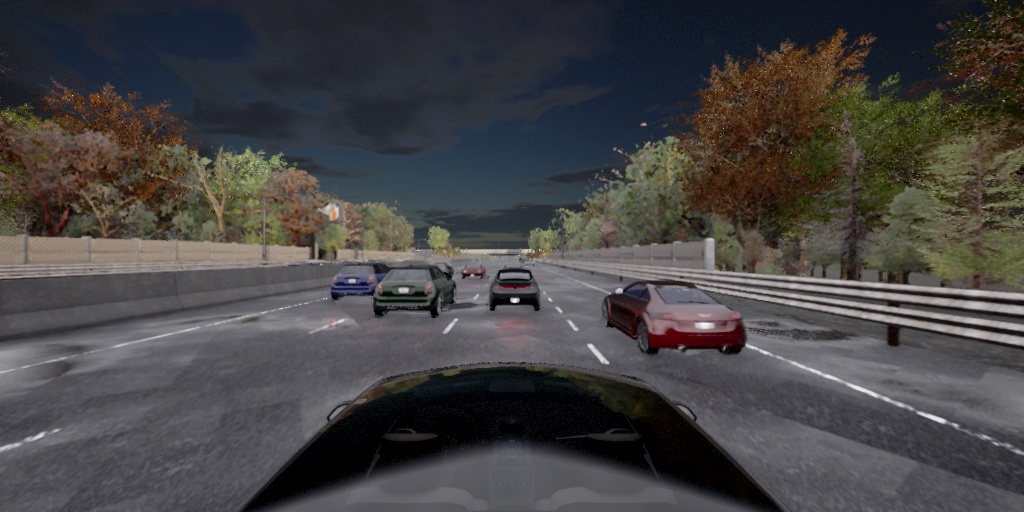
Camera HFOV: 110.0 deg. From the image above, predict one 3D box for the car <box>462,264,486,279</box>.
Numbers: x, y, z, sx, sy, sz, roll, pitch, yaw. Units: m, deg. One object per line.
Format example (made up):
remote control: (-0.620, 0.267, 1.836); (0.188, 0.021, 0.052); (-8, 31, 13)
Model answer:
car: (-3.400, 1.366, 32.970); (1.895, 1.301, 4.718); (0, 0, 0)

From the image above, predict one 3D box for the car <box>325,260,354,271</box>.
car: (-24.568, 1.346, 51.242); (1.994, 1.385, 4.181); (0, 0, 0)

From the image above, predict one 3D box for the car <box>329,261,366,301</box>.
car: (-6.901, 1.107, 17.615); (2.097, 1.767, 4.553); (0, 0, 0)

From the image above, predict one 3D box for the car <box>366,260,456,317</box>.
car: (-3.401, 1.105, 13.381); (2.097, 1.767, 4.553); (0, 0, 0)

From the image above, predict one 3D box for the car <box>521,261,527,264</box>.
car: (0.099, 1.366, 32.958); (1.895, 1.301, 4.718); (0, 0, 0)

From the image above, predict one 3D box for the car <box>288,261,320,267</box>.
car: (-28.075, 1.380, 48.380); (1.895, 1.301, 4.718); (0, 0, 0)

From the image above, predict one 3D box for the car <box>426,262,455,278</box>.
car: (-6.900, 1.331, 35.026); (1.994, 1.385, 4.181); (0, 0, 0)

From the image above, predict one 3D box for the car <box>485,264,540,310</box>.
car: (0.099, 1.258, 14.640); (1.837, 1.490, 4.892); (0, 0, 0)

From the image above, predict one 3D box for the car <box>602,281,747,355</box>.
car: (3.597, 1.282, 8.746); (1.994, 1.385, 4.181); (0, 0, -1)
